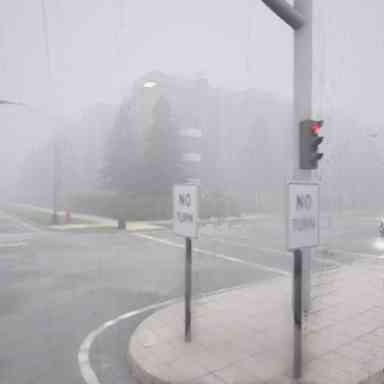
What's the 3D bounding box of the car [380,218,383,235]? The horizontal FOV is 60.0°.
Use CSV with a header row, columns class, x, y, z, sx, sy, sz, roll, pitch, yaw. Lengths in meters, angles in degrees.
class,x,y,z,sx,sy,sz,roll,pitch,yaw
car,12.437,1.558,18.578,4.553,1.767,2.097,1,0,-36
